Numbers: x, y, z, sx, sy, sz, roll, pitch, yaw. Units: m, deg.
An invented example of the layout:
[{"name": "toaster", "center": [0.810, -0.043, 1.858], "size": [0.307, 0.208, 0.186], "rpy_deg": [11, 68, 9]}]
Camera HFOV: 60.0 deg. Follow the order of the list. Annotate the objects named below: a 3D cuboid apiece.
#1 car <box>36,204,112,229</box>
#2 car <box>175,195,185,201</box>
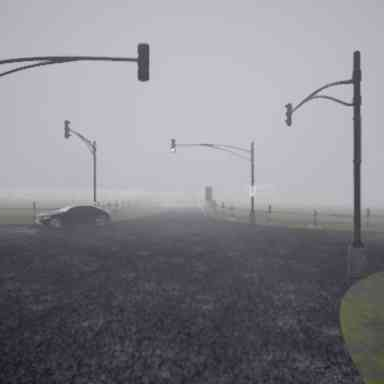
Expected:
[{"name": "car", "center": [-7.456, 1.510, 21.353], "size": [4.674, 1.442, 1.812], "rpy_deg": [1, 1, -41]}, {"name": "car", "center": [-2.602, 1.403, 71.410], "size": [2.097, 1.767, 4.553], "rpy_deg": [0, 0, 0]}]
